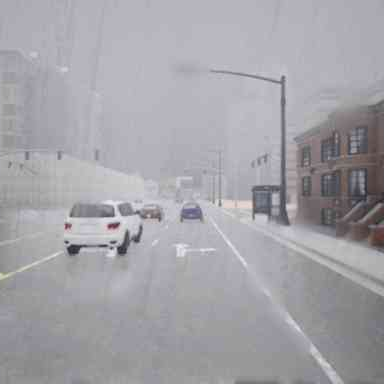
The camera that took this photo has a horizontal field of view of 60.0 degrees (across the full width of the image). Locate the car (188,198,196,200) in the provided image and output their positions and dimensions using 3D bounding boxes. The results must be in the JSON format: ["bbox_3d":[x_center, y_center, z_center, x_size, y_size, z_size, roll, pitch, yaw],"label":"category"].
[{"bbox_3d":[-0.065,2.285,87.743,1.882,1.535,5.008,0,-1,0],"label":"car"}]

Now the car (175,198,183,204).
[{"bbox_3d":[-3.565,2.407,88.186,1.895,1.301,4.718,0,-1,0],"label":"car"}]

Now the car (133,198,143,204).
[{"bbox_3d":[-14.064,2.360,86.533,1.994,1.385,4.181,0,-1,0],"label":"car"}]

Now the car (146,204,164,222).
[{"bbox_3d":[-3.515,1.801,29.378,1.812,1.442,4.674,0,0,0],"label":"car"}]

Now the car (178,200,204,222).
[{"bbox_3d":[0.025,1.754,29.466,1.882,1.535,5.008,0,0,2],"label":"car"}]

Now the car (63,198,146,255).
[{"bbox_3d":[-3.509,1.348,14.023,2.150,2.045,5.566,0,0,0],"label":"car"}]
